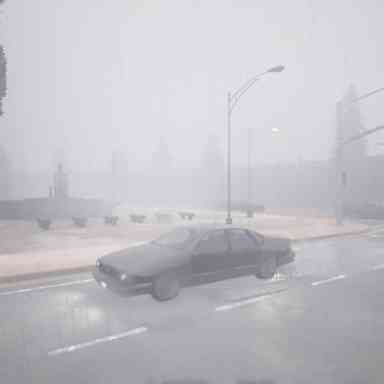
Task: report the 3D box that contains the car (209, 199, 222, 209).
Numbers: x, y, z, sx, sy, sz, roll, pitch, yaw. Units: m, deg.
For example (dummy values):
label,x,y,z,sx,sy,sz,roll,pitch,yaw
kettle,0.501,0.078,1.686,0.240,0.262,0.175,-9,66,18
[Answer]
label,x,y,z,sx,sy,sz,roll,pitch,yaw
car,4.600,1.601,43.659,1.895,1.301,4.718,0,0,-44

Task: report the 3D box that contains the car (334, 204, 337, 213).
label,x,y,z,sx,sy,sz,roll,pitch,yaw
car,15.336,1.478,29.692,1.882,1.535,5.008,0,0,-37

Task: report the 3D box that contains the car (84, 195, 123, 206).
label,x,y,z,sx,sy,sz,roll,pitch,yaw
car,-13.550,1.548,51.770,5.357,1.411,2.033,0,0,20

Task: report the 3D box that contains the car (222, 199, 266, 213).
label,x,y,z,sx,sy,sz,roll,pitch,yaw
car,5.854,1.601,36.677,1.895,1.301,4.718,0,0,-37

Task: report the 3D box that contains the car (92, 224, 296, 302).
label,x,y,z,sx,sy,sz,roll,pitch,yaw
car,0.342,1.547,8.465,5.357,1.411,2.033,0,0,-35

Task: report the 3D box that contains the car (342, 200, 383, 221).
label,x,y,z,sx,sy,sz,roll,pitch,yaw
car,14.155,1.505,25.228,1.837,1.490,4.892,0,0,-35

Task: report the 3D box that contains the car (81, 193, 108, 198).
label,x,y,z,sx,sy,sz,roll,pitch,yaw
car,-18.646,1.221,63.939,5.566,2.045,2.150,0,0,10

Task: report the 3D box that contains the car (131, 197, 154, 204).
label,x,y,z,sx,sy,sz,roll,pitch,yaw
car,-9.106,1.564,61.192,4.181,1.385,1.994,0,0,22
